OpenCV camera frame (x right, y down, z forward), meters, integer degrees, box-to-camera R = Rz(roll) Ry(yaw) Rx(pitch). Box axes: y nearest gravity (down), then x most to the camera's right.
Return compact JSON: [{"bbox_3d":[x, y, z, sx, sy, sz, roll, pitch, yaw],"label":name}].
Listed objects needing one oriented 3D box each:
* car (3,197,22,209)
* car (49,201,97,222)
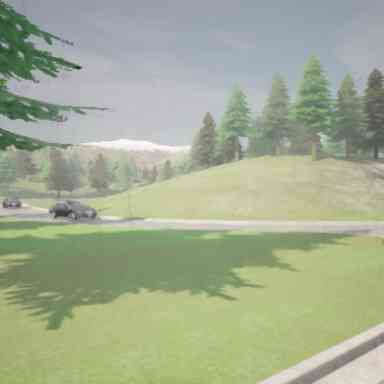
[{"bbox_3d":[-24.230,1.465,44.861,2.128,1.511,4.902,0,0,-34],"label":"car"},{"bbox_3d":[-9.555,1.459,26.521,4.902,1.511,2.128,0,0,39],"label":"car"}]
